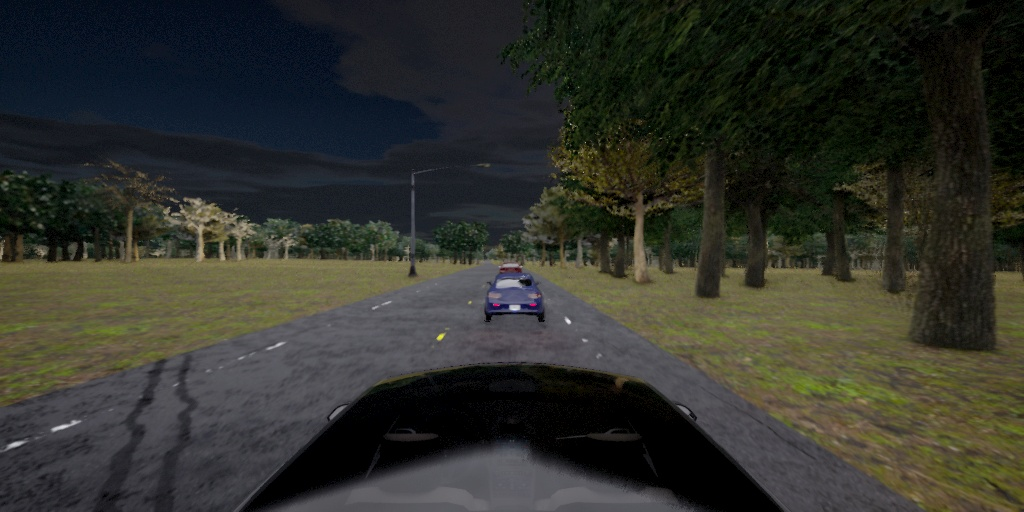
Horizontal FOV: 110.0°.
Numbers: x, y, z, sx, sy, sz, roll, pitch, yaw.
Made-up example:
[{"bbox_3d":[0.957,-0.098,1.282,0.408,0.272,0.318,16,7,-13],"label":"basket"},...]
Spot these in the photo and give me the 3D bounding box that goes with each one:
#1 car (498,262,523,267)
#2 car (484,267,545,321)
[{"bbox_3d":[-0.120,1.262,30.393,1.882,1.535,5.008,0,0,-1],"label":"car"},{"bbox_3d":[0.071,1.279,12.347,1.812,1.442,4.674,0,0,0],"label":"car"}]
